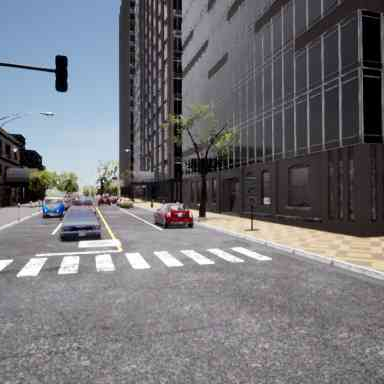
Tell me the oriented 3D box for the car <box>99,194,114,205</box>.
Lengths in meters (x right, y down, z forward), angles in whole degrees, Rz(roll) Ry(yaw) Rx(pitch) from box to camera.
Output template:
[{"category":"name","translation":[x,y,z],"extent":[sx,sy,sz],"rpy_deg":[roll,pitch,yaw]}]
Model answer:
[{"category":"car","translation":[-15.132,1.389,57.310],"extent":[2.097,1.767,4.553],"rpy_deg":[0,0,-17]}]

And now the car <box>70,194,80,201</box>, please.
[{"category":"car","translation":[-29.207,1.369,83.198],"extent":[2.192,1.841,5.009],"rpy_deg":[1,0,-17]}]

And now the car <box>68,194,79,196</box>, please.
[{"category":"car","translation":[-20.919,1.351,56.795],"extent":[2.192,1.841,5.009],"rpy_deg":[1,0,-17]}]

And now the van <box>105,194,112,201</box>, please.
[{"category":"van","translation":[-22.867,1.401,90.979],"extent":[1.690,1.788,3.998],"rpy_deg":[1,0,-17]}]

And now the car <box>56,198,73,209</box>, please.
[{"category":"car","translation":[-17.608,1.595,46.234],"extent":[1.947,1.339,4.313],"rpy_deg":[1,0,-17]}]

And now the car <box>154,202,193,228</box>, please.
[{"category":"car","translation":[-1.319,1.455,22.328],"extent":[1.967,1.590,4.097],"rpy_deg":[1,0,-17]}]

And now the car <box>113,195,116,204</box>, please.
[{"category":"car","translation":[-11.317,1.561,54.175],"extent":[1.752,1.417,4.829],"rpy_deg":[1,0,-17]}]

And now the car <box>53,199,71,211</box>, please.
[{"category":"car","translation":[-15.951,1.608,40.953],"extent":[1.802,1.307,4.206],"rpy_deg":[1,0,-17]}]

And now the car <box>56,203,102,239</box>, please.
[{"category":"car","translation":[-5.974,1.558,17.707],"extent":[2.033,1.411,5.357],"rpy_deg":[0,0,-21]}]

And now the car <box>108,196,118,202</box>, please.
[{"category":"car","translation":[-17.947,1.575,75.298],"extent":[1.752,1.417,4.829],"rpy_deg":[1,0,-17]}]

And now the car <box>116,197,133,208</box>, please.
[{"category":"car","translation":[-9.659,1.558,48.895],"extent":[1.752,1.417,4.829],"rpy_deg":[1,0,-17]}]

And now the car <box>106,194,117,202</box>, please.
[{"category":"car","translation":[-19.551,1.368,80.418],"extent":[2.192,1.841,5.009],"rpy_deg":[1,0,-17]}]

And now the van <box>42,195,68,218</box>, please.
[{"category":"van","translation":[-12.632,1.360,30.394],"extent":[1.690,1.788,3.998],"rpy_deg":[1,0,-17]}]

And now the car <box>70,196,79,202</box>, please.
[{"category":"car","translation":[-27.502,1.575,77.755],"extent":[1.752,1.417,4.829],"rpy_deg":[1,0,-17]}]

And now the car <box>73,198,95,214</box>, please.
[{"category":"car","translation":[-11.992,1.515,37.069],"extent":[2.128,1.511,4.902],"rpy_deg":[0,0,-17]}]

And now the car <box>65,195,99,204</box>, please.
[{"category":"car","translation":[-8.912,1.369,27.160],"extent":[2.097,1.767,4.553],"rpy_deg":[0,0,-17]}]
